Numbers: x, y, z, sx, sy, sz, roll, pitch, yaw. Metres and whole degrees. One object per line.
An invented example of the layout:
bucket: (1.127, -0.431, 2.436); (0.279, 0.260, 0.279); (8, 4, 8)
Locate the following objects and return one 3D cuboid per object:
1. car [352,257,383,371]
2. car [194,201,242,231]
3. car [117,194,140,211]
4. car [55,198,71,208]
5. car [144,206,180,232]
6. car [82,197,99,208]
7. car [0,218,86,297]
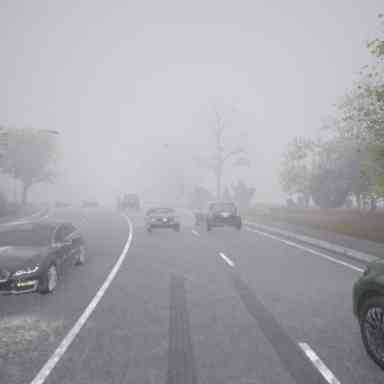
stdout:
car: (3.459, 1.210, 2.471); (2.150, 2.045, 5.566); (0, 0, -2)
car: (1.498, 1.346, 20.708); (2.097, 1.767, 4.553); (0, 0, -10)
car: (-8.068, 1.235, 41.904); (2.150, 2.045, 5.566); (0, 0, -21)
car: (-19.050, 1.547, 48.954); (1.812, 1.442, 4.674); (0, 0, -27)
car: (-1.907, 1.549, 20.313); (2.033, 1.411, 5.357); (0, 0, -10)
car: (-14.771, 1.497, 48.145); (1.882, 1.535, 5.008); (0, 0, -25)
car: (-4.137, 1.515, 8.776); (1.837, 1.490, 4.892); (0, 0, -5)
